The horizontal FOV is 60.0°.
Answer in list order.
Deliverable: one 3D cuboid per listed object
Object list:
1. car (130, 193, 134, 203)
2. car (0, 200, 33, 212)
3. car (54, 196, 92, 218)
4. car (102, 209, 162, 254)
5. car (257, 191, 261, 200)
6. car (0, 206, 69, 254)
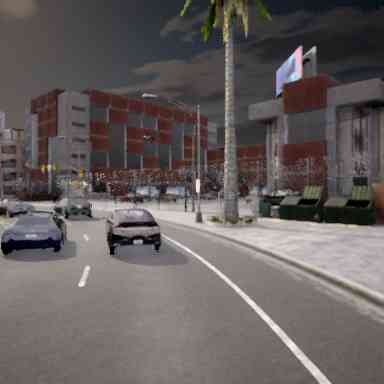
[{"bbox_3d":[-9.819,0.907,54.036,4.553,1.767,2.185,0,1,44],"label":"car"},{"bbox_3d":[-14.855,1.385,28.023,2.033,1.411,5.357,0,1,-43],"label":"car"},{"bbox_3d":[-9.953,1.184,27.419,2.097,1.767,4.553,0,0,-36],"label":"car"},{"bbox_3d":[-2.485,1.406,13.277,2.128,1.511,4.902,0,1,-17],"label":"car"},{"bbox_3d":[10.176,1.058,50.681,4.674,1.452,2.002,0,1,44],"label":"car"},{"bbox_3d":[-6.192,1.484,13.382,1.994,1.385,4.181,0,0,-18],"label":"car"}]
